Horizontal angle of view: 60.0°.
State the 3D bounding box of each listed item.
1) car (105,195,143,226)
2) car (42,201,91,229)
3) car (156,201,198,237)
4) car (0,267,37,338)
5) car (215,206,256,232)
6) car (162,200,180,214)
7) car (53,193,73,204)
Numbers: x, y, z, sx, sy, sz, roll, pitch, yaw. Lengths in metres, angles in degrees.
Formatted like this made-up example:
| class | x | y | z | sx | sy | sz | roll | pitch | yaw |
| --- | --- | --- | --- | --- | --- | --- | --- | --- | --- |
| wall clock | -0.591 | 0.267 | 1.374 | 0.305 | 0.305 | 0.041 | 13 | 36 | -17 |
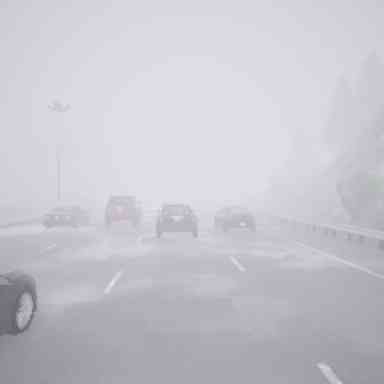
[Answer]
| class | x | y | z | sx | sy | sz | roll | pitch | yaw |
| --- | --- | --- | --- | --- | --- | --- | --- | --- | --- |
| car | -4.821 | 1.249 | 23.931 | 2.150 | 2.045 | 5.566 | 0 | 0 | -5 |
| car | -8.179 | 1.581 | 22.117 | 2.033 | 1.411 | 5.357 | 0 | 0 | -5 |
| car | -0.887 | 1.368 | 18.438 | 2.097 | 1.767 | 4.553 | 0 | 0 | -4 |
| car | -3.549 | 1.515 | 3.843 | 1.837 | 1.490 | 4.892 | 0 | 0 | -1 |
| car | 2.514 | 1.536 | 19.923 | 1.812 | 1.442 | 4.674 | 0 | 0 | -4 |
| car | -2.401 | 1.634 | 37.201 | 1.895 | 1.301 | 4.718 | 0 | 0 | -5 |
| car | -26.081 | 1.328 | 67.453 | 2.150 | 2.045 | 5.566 | 0 | 0 | -5 |
